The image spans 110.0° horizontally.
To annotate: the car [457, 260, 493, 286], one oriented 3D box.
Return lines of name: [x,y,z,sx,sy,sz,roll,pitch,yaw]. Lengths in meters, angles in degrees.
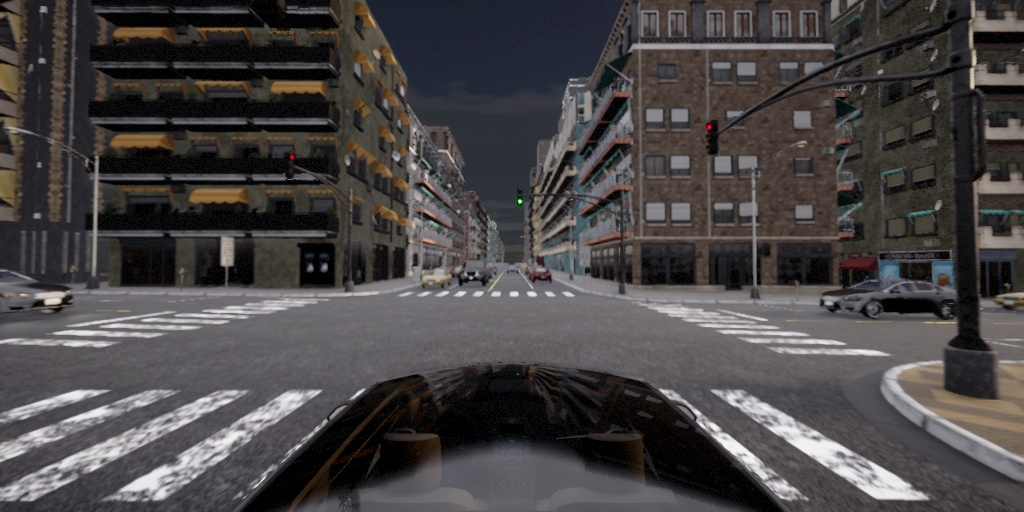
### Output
car: [-3.105,1.358,30.095,2.150,2.045,5.566,0,-1,0]

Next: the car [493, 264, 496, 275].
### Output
car: [-3.106,1.778,40.129,1.837,1.490,4.892,0,-1,0]

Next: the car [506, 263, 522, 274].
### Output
car: [0.086,2.047,56.597,2.033,1.411,5.357,0,-1,0]

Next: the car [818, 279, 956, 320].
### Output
car: [15.303,1.695,14.586,4.902,1.511,2.128,1,-1,-1]

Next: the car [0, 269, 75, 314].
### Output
car: [-16.749,1.116,11.149,4.902,1.511,2.128,1,-1,-1]

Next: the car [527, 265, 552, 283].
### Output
car: [2.685,1.724,33.183,1.888,1.381,4.507,0,0,0]

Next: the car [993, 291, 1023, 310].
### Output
car: [26.243,1.963,17.208,4.829,1.417,1.751,0,0,0]

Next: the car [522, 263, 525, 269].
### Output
car: [2.681,1.987,49.752,1.802,1.307,4.207,0,0,0]

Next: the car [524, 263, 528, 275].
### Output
car: [2.684,1.694,38.706,1.967,1.591,4.097,0,0,0]

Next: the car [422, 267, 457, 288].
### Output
car: [-5.694,1.628,27.502,1.751,1.417,4.829,0,0,0]
